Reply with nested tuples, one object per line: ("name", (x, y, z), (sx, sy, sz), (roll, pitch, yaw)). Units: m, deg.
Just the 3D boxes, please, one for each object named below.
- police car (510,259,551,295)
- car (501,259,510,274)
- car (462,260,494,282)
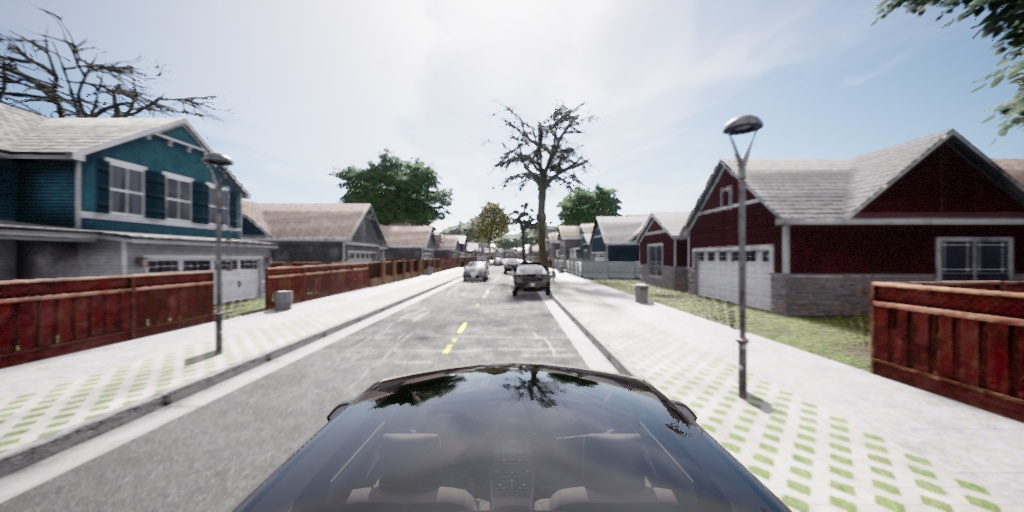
("police car", (0.969, 1.150, 19.598), (1.930, 1.638, 5.238), (0, 0, 0))
("car", (0.037, 1.192, 40.160), (1.837, 1.490, 4.892), (0, 0, 0))
("car", (-2.835, 1.200, 28.995), (2.128, 1.511, 4.902), (0, 0, 0))
